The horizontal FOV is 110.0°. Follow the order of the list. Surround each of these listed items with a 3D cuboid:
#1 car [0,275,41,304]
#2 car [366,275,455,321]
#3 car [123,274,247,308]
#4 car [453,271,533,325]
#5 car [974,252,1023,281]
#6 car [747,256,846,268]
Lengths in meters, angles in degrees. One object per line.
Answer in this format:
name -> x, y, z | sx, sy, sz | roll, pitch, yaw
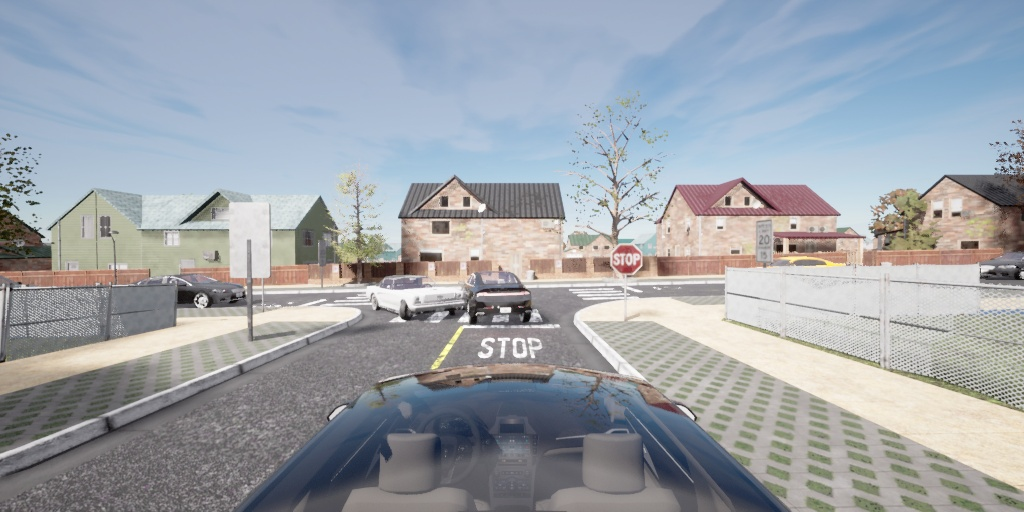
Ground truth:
car -> -24.230, 1.647, 16.312 | 4.553, 1.767, 2.097 | -1, 1, 0
car -> -3.595, 1.367, 12.844 | 1.895, 1.301, 4.718 | 0, 0, -38
car -> -14.892, 1.565, 16.347 | 4.902, 1.511, 2.128 | -1, 1, 0
car -> -0.678, 1.242, 11.983 | 2.128, 1.511, 4.902 | 0, 0, -12
car -> 28.046, 0.510, 19.441 | 4.902, 1.511, 2.128 | -1, 1, 0
car -> 15.100, 0.799, 19.398 | 5.008, 1.535, 1.882 | -1, 1, 0
